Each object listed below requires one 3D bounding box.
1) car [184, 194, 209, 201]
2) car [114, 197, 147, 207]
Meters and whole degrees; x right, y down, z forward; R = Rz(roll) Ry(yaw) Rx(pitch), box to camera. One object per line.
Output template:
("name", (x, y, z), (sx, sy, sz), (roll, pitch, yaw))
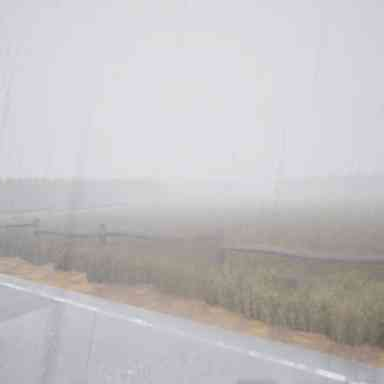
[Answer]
("car", (0.697, 1.040, 47.639), (2.128, 1.511, 4.902), (-1, 1, 33))
("car", (-7.505, 1.390, 41.243), (1.812, 1.442, 4.674), (-1, 1, 35))
